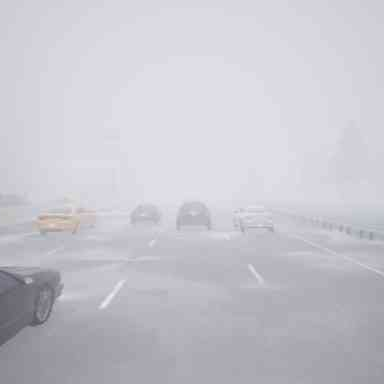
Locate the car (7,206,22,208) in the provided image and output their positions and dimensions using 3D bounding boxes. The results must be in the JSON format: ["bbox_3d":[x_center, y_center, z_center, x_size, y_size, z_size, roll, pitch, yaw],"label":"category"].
[{"bbox_3d":[-21.096,1.225,37.350,2.150,2.045,5.566,0,0,0],"label":"car"}]

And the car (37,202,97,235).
[{"bbox_3d":[-6.893,1.479,18.859,1.882,1.535,5.008,0,0,0],"label":"car"}]

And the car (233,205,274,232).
[{"bbox_3d":[3.603,1.527,19.842,1.812,1.442,4.674,0,0,0],"label":"car"}]

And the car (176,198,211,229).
[{"bbox_3d":[0.106,1.354,21.776,2.097,1.767,4.553,0,0,0],"label":"car"}]

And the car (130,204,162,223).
[{"bbox_3d":[-3.393,1.566,25.184,1.994,1.385,4.181,0,0,0],"label":"car"}]

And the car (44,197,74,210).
[{"bbox_3d":[-17.675,1.494,44.340,2.128,1.511,4.902,0,0,-1],"label":"car"}]

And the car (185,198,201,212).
[{"bbox_3d":[0.080,1.508,40.711,1.837,1.490,4.892,0,0,0],"label":"car"}]

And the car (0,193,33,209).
[{"bbox_3d":[-24.708,1.226,46.628,2.150,2.045,5.566,0,0,-1],"label":"car"}]

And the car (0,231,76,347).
[{"bbox_3d":[-3.398,1.548,4.003,2.033,1.411,5.357,0,0,0],"label":"car"}]
